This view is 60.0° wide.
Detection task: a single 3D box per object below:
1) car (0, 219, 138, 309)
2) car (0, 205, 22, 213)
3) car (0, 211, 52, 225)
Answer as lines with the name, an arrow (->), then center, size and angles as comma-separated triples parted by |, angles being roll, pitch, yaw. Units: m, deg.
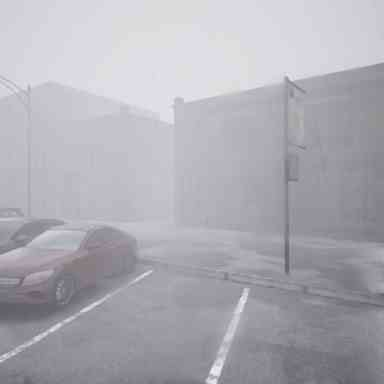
car -> -2.888, 1.527, 8.154 | 2.002, 1.452, 4.674 | 1, -1, 16
car -> -7.756, 1.366, 11.680 | 2.185, 1.767, 4.553 | 1, -1, 16
car -> -5.337, 1.517, 9.872 | 2.163, 1.488, 4.792 | 1, -1, 16
